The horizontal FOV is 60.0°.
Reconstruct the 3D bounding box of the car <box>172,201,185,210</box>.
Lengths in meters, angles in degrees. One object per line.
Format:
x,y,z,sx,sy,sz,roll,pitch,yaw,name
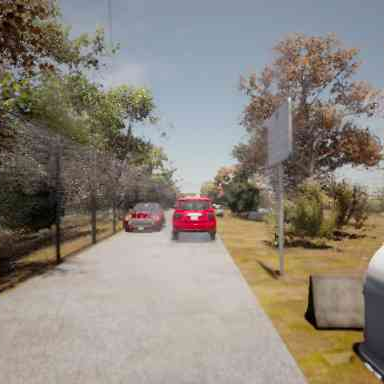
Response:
-2.546,2.515,61.890,2.128,1.511,4.902,0,-2,1,car

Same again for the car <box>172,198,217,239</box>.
0.117,1.319,18.036,2.150,2.045,5.566,0,-1,0,car

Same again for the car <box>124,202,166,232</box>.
-2.844,1.474,20.886,2.097,1.767,4.553,1,-1,0,car

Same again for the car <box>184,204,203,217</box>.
0.174,1.968,36.405,1.895,1.301,4.718,0,-1,0,car
